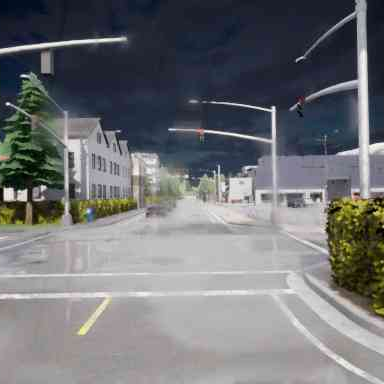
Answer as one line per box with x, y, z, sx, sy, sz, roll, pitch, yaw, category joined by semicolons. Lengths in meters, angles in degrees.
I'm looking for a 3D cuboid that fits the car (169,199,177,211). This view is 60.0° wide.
-3.586;1.885;44.843;2.128;1.511;4.902;-1;-1;0;car

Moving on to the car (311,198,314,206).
19.075;1.573;56.164;1.970;1.475;3.806;-1;-1;0;car

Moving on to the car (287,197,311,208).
15.429;1.629;49.107;2.007;1.523;4.514;-1;-1;0;car

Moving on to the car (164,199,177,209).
-3.540;1.995;55.256;1.837;1.490;4.892;-1;-1;0;car

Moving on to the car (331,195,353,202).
25.490;1.398;56.503;2.152;1.636;5.027;-1;-1;0;car

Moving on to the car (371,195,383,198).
19.118;1.183;31.239;1.905;1.878;3.866;-1;-1;0;car

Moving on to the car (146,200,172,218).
-3.600;1.844;34.547;2.033;1.411;5.357;-1;-1;0;car
